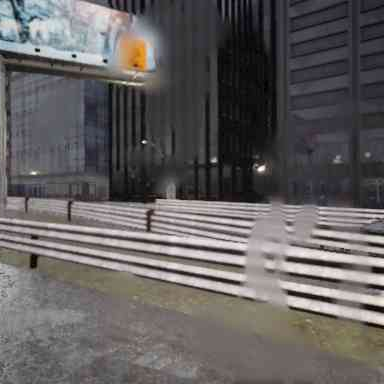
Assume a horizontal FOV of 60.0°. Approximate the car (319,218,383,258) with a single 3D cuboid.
[{"bbox_3d":[6.215,1.451,10.146,1.812,1.442,4.674,0,1,-38],"label":"car"}]
